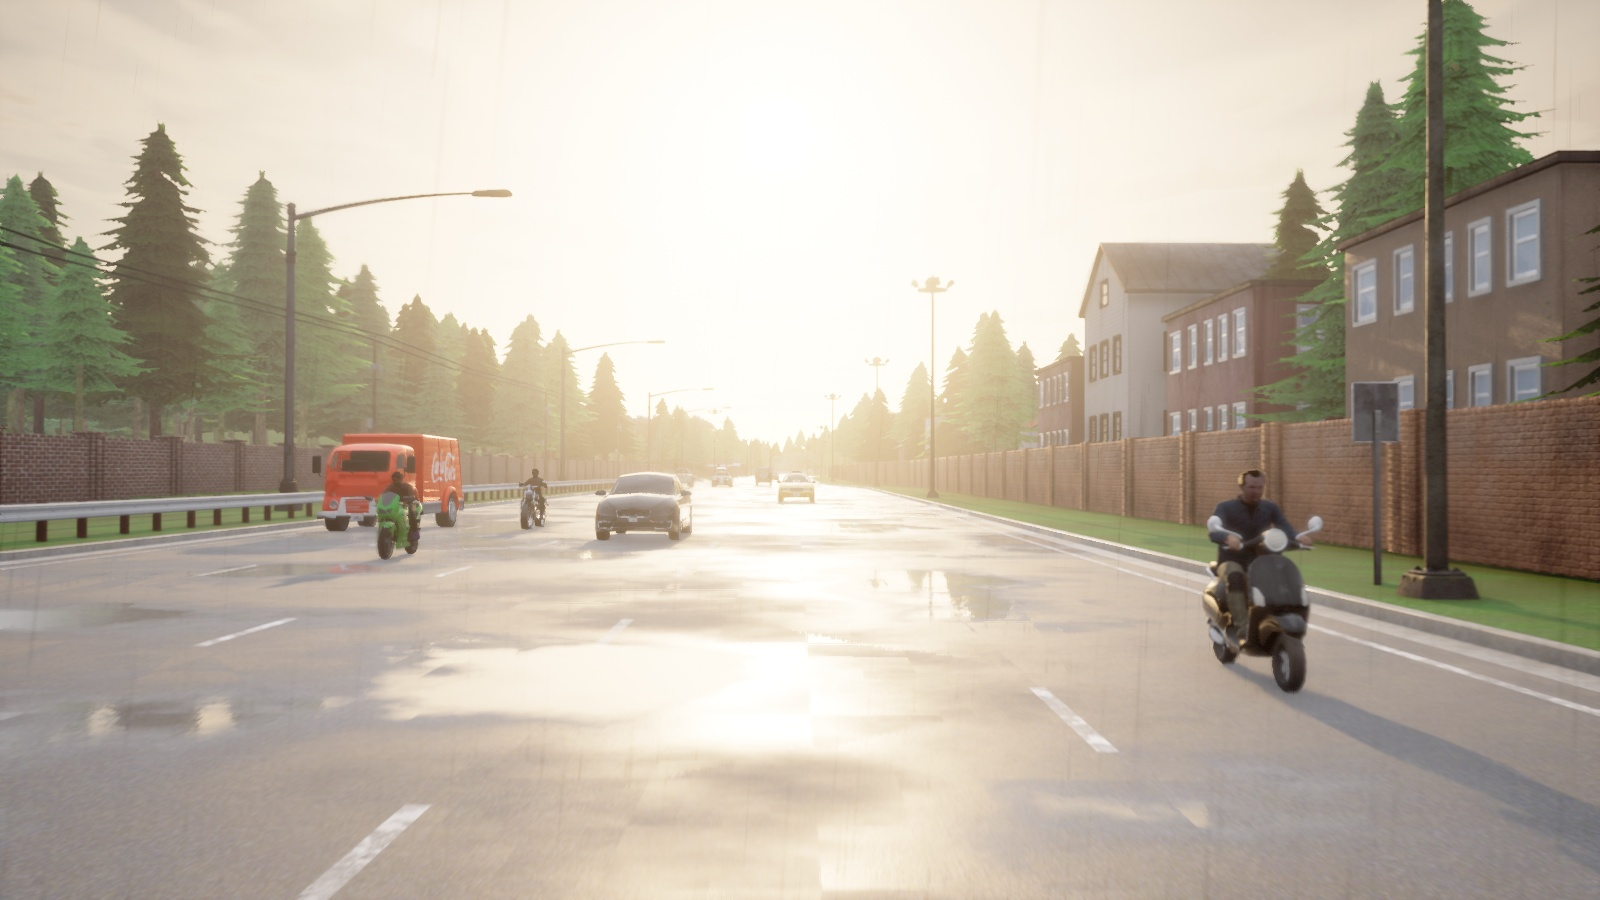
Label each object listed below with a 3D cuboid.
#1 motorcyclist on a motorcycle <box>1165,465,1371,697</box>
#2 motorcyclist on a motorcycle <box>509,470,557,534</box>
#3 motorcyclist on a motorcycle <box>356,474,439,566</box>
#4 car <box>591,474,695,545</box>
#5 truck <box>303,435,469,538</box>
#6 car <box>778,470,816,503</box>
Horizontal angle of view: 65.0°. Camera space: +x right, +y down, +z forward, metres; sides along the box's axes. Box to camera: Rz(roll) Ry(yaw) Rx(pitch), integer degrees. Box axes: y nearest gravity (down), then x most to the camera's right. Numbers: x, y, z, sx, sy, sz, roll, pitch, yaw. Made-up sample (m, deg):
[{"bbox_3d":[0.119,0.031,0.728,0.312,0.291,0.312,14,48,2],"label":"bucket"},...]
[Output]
[{"bbox_3d":[3.476,0.914,9.525,0.866,1.590,1.817,0,-1,0],"label":"motorcyclist on a motorcycle"},{"bbox_3d":[-7.083,1.353,33.411,0.766,1.649,2.350,0,-1,0],"label":"motorcyclist on a motorcycle"},{"bbox_3d":[-7.055,1.195,22.122,0.797,1.523,2.044,0,-1,0],"label":"motorcyclist on a motorcycle"},{"bbox_3d":[-3.577,1.327,29.435,1.837,1.490,4.892,0,-1,0],"label":"car"},{"bbox_3d":[-10.583,0.916,32.629,2.627,2.467,5.204,0,-1,0],"label":"truck"},{"bbox_3d":[-0.156,1.803,62.682,1.801,1.575,5.366,0,-1,0],"label":"car"}]
